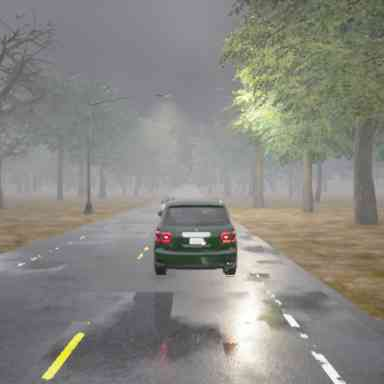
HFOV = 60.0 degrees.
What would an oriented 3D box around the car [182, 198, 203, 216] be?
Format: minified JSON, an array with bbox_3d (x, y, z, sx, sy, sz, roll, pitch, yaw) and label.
[{"bbox_3d":[0.018,1.384,31.651,1.812,1.442,4.674,0,1,0],"label":"car"}]

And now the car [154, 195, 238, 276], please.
[{"bbox_3d":[0.079,1.209,10.432,2.150,2.045,5.566,0,1,0],"label":"car"}]

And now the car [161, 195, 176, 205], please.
[{"bbox_3d":[-3.646,1.193,51.563,1.994,1.385,4.181,0,1,0],"label":"car"}]
